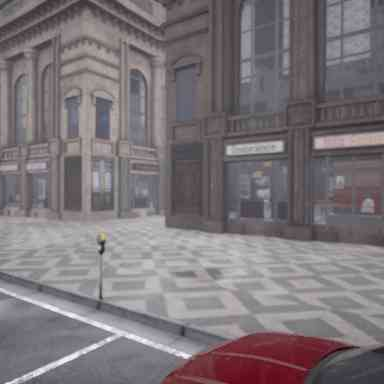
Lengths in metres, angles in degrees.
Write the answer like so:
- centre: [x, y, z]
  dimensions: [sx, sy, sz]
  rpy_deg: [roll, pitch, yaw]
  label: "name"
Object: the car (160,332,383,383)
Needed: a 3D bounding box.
- centre: [1.746, 1.546, 1.715]
  dimensions: [4.507, 1.381, 1.887]
  rpy_deg: [0, 0, 35]
  label: "car"
